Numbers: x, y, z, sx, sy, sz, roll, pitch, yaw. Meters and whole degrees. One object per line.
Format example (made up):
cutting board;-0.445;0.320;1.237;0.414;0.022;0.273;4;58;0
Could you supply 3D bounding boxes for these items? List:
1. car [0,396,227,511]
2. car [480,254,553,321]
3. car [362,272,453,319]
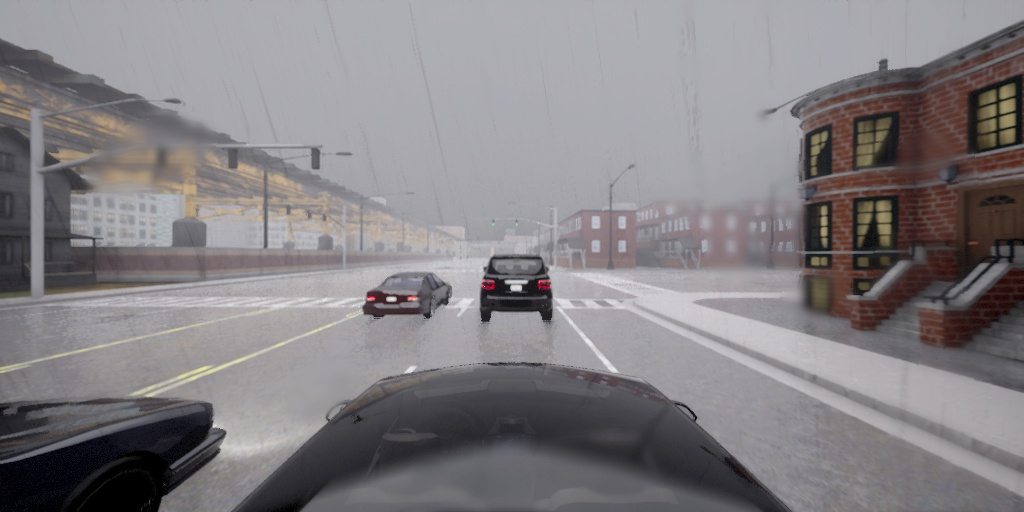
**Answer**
car;-3.397;1.296;0.604;2.033;1.411;5.357;0;0;0
car;0.149;0.941;12.400;2.150;2.045;5.566;0;0;1
car;-3.392;1.258;12.594;2.033;1.411;5.357;0;0;0
